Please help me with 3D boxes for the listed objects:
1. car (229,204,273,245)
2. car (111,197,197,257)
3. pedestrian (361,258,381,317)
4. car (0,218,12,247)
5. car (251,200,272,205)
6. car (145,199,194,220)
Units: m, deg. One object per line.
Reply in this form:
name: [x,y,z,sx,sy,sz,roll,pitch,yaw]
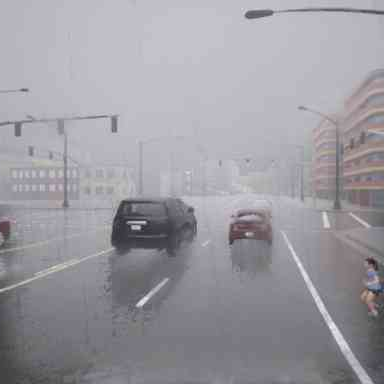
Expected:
car: [2.753,1.517,15.449,1.812,1.442,4.674,0,0,11]
car: [-1.271,1.216,13.231,2.150,2.045,5.566,0,0,11]
pedestrian: [3.301,1.670,6.022,0.500,1.100,0.500,0,0,12]
car: [-8.869,1.471,11.981,1.882,1.535,5.008,0,0,12]
car: [6.529,1.477,31.317,1.812,1.442,4.674,0,0,14]
car: [-2.010,1.450,28.425,2.128,1.511,4.902,0,0,-32]
